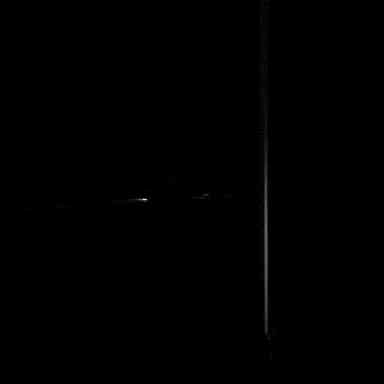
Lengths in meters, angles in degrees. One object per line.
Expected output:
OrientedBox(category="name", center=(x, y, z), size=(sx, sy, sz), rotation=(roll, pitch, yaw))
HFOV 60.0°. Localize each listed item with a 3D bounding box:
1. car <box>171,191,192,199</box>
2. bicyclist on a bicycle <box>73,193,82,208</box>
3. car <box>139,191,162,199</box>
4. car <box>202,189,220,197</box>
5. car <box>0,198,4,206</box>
OrientedBox(category="car", center=(-1.831, 0.482, 58.696), size=(1.994, 1.385, 4.181), rotation=(1, 2, 36))
OrientedBox(category="bicyclist on a bicycle", center=(-12.655, 0.981, 36.663), size=(1.656, 1.620, 0.582), rotation=(0, 1, 35))
OrientedBox(category="car", center=(-7.140, 0.492, 57.475), size=(1.994, 1.385, 4.181), rotation=(1, 2, 36))
OrientedBox(category="car", center=(3.916, 0.218, 66.850), size=(2.128, 1.511, 4.902), rotation=(1, 2, 35))
OrientedBox(category="car", center=(-22.701, 1.067, 35.641), size=(1.812, 1.442, 4.674), rotation=(1, 2, 35))
